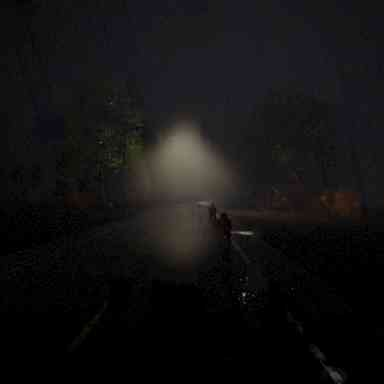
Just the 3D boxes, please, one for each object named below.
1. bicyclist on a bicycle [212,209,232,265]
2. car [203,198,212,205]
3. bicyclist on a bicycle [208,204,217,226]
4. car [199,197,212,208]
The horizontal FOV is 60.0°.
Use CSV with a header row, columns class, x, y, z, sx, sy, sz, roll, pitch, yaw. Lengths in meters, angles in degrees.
class,x,y,z,sx,sy,sz,roll,pitch,yaw
bicyclist on a bicycle,1.067,1.496,11.014,0.582,1.620,1.656,0,-1,1
car,3.492,2.082,73.454,1.895,1.301,4.718,0,-1,5
bicyclist on a bicycle,1.259,1.540,20.150,0.582,1.620,1.656,0,-1,1
car,2.130,1.934,55.581,1.895,1.301,4.718,0,0,4
